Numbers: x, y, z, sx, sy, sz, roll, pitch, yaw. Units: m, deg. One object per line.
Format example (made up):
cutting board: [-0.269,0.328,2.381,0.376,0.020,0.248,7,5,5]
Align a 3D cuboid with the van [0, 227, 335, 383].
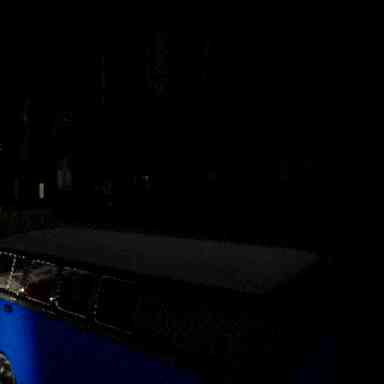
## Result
van: [-0.647,1.339,3.422,3.998,1.788,1.690,0,0,35]
